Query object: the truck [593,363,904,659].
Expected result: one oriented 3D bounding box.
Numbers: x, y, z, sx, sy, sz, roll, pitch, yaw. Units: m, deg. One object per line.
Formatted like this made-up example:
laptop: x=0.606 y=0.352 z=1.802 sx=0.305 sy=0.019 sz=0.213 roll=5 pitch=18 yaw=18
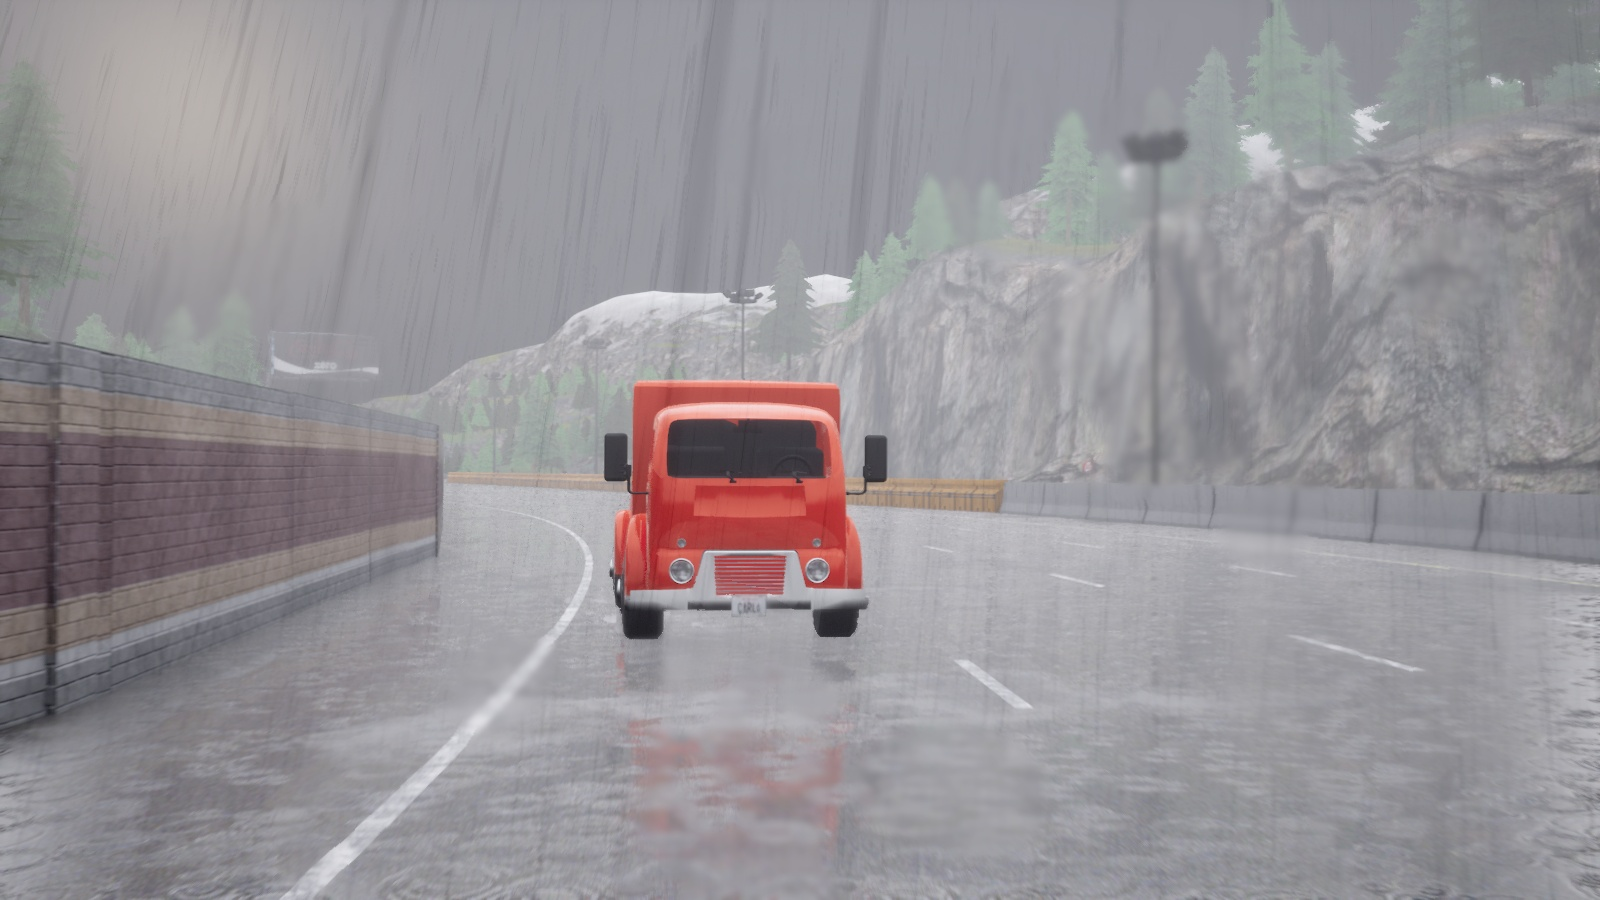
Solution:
truck: x=-0.715 y=0.552 z=13.220 sx=2.627 sy=2.467 sz=5.204 roll=0 pitch=-1 yaw=-7
